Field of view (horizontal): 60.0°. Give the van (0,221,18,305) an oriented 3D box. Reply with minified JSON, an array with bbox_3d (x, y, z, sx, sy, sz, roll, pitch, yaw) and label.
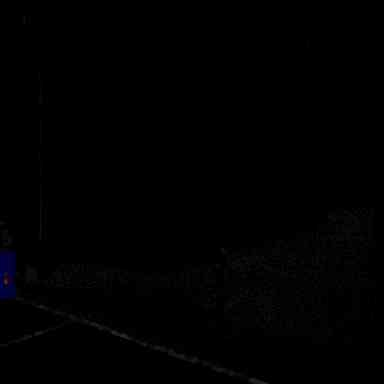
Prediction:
[{"bbox_3d":[-5.237,1.385,6.804,3.998,1.788,1.690,0,0,35],"label":"van"}]
